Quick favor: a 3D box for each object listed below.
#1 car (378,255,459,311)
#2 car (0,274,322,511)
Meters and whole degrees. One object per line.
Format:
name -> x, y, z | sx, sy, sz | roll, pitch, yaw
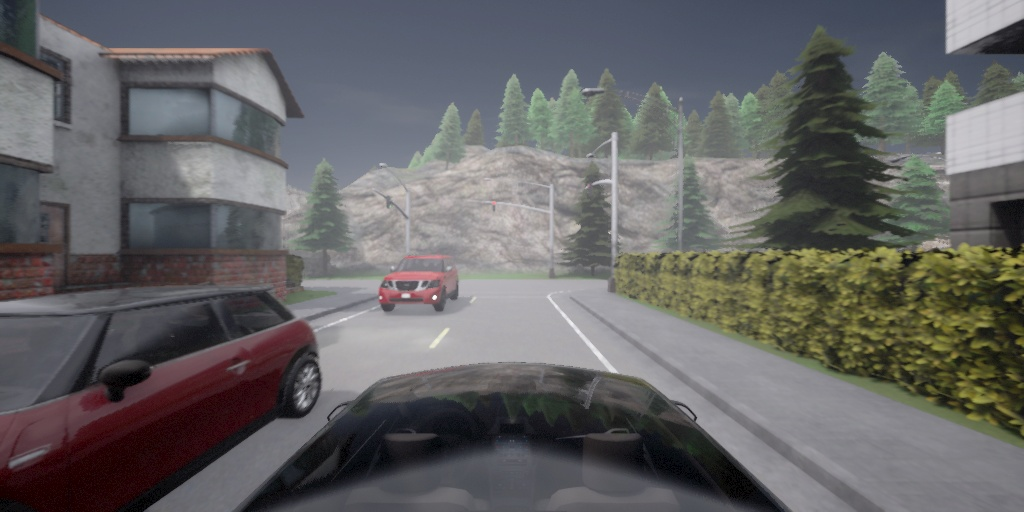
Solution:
car -> -3.506, 0.960, 14.618 | 2.150, 2.045, 5.566 | 0, 0, 0
car -> -3.585, 1.102, 2.860 | 2.097, 1.767, 4.553 | 0, 0, 0
